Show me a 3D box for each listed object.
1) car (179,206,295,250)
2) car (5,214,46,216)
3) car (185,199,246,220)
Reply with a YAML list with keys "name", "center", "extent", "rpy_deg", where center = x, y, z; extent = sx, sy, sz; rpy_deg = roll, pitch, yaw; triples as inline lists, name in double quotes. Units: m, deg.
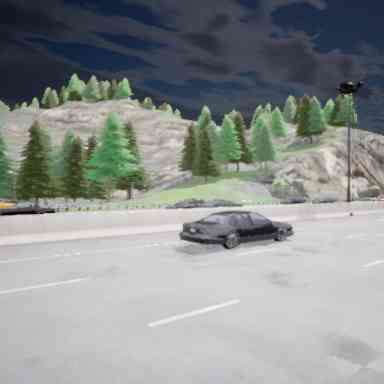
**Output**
- name: "car"
  center: [2.024, 1.491, 14.032]
  extent: [5.357, 1.411, 2.033]
  rpy_deg: [0, 0, -37]
- name: "car"
  center: [-12.887, 1.459, 24.956]
  extent: [4.718, 1.301, 1.895]
  rpy_deg: [0, 0, -37]
- name: "car"
  center: [1.991, 1.365, 27.390]
  extent: [5.008, 1.535, 1.882]
  rpy_deg: [0, 0, -37]
